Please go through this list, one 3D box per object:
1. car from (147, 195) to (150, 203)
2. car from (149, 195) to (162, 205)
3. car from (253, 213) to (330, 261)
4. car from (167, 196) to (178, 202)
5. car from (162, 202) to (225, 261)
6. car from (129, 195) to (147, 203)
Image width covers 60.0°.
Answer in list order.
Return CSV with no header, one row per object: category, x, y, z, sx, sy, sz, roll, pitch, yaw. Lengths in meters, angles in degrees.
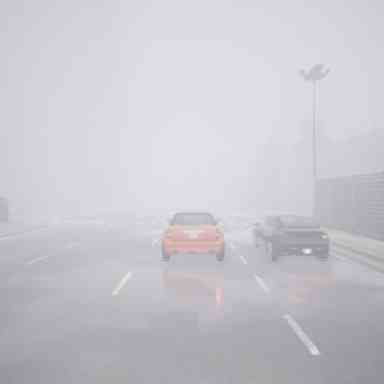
car,-11.551,1.671,86.050,2.150,2.045,5.566,0,0,-42
car,-7.335,1.745,69.822,2.097,1.767,4.553,0,0,-5
car,3.556,1.576,12.615,1.837,1.490,4.892,0,0,0
car,-4.188,1.757,71.995,2.097,1.767,4.553,0,0,-10
car,0.057,1.424,12.787,2.097,1.767,4.553,0,0,0
car,-14.035,1.995,83.590,1.994,1.385,4.181,0,0,-42
